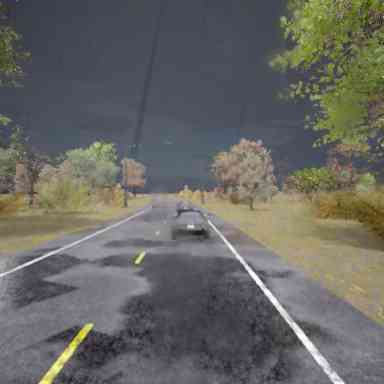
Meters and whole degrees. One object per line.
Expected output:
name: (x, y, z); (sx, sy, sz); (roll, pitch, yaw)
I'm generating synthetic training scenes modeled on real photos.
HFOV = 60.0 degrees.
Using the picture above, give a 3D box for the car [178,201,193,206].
car: (-0.802, 1.812, 40.444); (1.994, 1.385, 4.181); (0, 0, -3)

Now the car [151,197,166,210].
car: (-4.885, 1.869, 49.201); (1.994, 1.385, 4.181); (0, 0, -3)

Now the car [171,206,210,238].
car: (-0.095, 1.682, 18.320); (1.994, 1.385, 4.181); (0, 0, -1)
